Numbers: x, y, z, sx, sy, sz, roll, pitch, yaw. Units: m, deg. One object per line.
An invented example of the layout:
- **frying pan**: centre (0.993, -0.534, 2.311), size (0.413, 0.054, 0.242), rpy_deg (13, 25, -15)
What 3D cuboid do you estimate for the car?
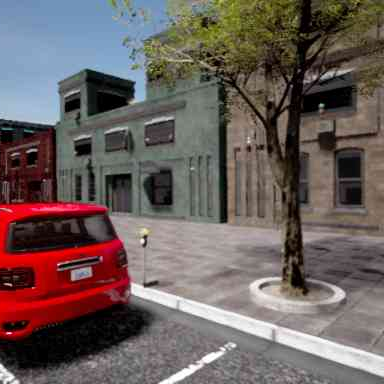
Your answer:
- **car**: centre (-3.464, 1.235, 6.375), size (5.566, 2.045, 2.150), rpy_deg (-1, 1, 43)
